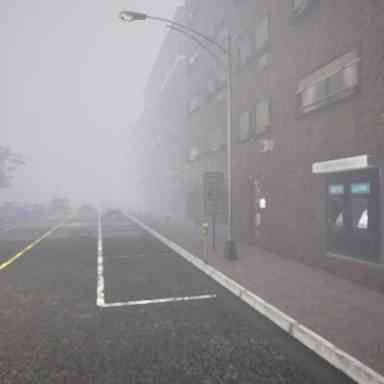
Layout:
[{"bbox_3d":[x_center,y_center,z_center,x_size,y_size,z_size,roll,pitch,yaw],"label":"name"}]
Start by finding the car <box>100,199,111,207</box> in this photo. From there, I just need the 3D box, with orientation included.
[{"bbox_3d":[-18.076,2.206,69.365,1.967,1.590,4.097,1,-1,-16],"label":"car"}]

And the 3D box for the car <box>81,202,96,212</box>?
[{"bbox_3d":[-15.232,2.162,49.217,1.895,1.301,4.718,0,-1,-15],"label":"car"}]

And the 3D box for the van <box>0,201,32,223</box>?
[{"bbox_3d":[-15.523,1.692,29.023,1.690,1.788,3.998,1,-1,-16],"label":"van"}]

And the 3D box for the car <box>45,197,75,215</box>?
[{"bbox_3d":[-15.842,1.691,40.150,2.150,2.045,5.566,0,-1,-16],"label":"car"}]

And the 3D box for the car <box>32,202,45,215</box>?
[{"bbox_3d":[-18.558,2.053,39.898,1.802,1.307,4.206,1,-1,-16],"label":"car"}]

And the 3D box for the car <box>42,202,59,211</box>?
[{"bbox_3d":[-21.593,2.168,50.774,1.802,1.307,4.206,1,-1,-16],"label":"car"}]

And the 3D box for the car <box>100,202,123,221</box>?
[{"bbox_3d":[-7.457,1.914,31.291,2.008,1.369,4.403,1,-1,-16],"label":"car"}]

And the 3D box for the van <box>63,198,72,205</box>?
[{"bbox_3d":[-29.176,2.204,77.969,1.690,1.788,3.998,1,-1,-16],"label":"van"}]

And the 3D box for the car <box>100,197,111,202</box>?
[{"bbox_3d":[-16.559,2.151,63.927,1.967,1.590,4.097,1,-1,-16],"label":"car"}]

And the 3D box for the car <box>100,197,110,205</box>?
[{"bbox_3d":[-21.109,2.190,80.242,2.192,1.841,5.009,1,-1,-16],"label":"car"}]

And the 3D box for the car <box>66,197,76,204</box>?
[{"bbox_3d":[-32.209,2.284,88.847,2.192,1.841,5.009,1,-1,-16],"label":"car"}]

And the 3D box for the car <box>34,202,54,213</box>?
[{"bbox_3d":[-20.030,2.052,45.173,1.752,1.417,4.829,1,-1,-16],"label":"car"}]

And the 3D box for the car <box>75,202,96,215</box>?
[{"bbox_3d":[-12.505,1.984,39.592,1.812,1.442,4.674,0,-1,-16],"label":"car"}]
